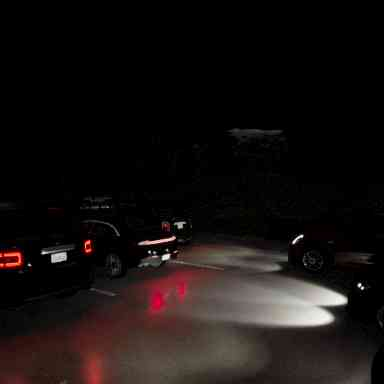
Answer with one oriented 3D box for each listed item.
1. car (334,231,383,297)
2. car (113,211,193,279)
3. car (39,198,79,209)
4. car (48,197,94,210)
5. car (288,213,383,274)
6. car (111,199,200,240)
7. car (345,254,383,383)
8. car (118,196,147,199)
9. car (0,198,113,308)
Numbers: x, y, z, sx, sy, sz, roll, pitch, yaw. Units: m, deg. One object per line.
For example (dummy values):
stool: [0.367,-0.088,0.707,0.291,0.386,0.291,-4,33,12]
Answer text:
car: [4.627,1.564,4.981,4.181,1.385,1.994,0,0,36]
car: [-2.645,1.491,10.139,4.902,1.511,2.128,0,0,36]
car: [-18.131,1.491,45.540,1.895,1.301,4.718,0,0,43]
car: [-15.635,1.453,43.170,2.033,1.411,5.357,0,0,40]
car: [5.001,1.352,9.025,4.553,1.767,2.097,0,0,36]
car: [-2.185,1.351,14.108,4.553,1.767,2.097,0,0,35]
car: [3.575,1.474,1.437,5.008,1.535,1.882,0,0,35]
car: [-8.681,1.405,49.870,4.902,1.511,2.128,0,0,-41]
car: [-4.530,1.221,7.213,5.566,2.045,2.150,0,0,33]
